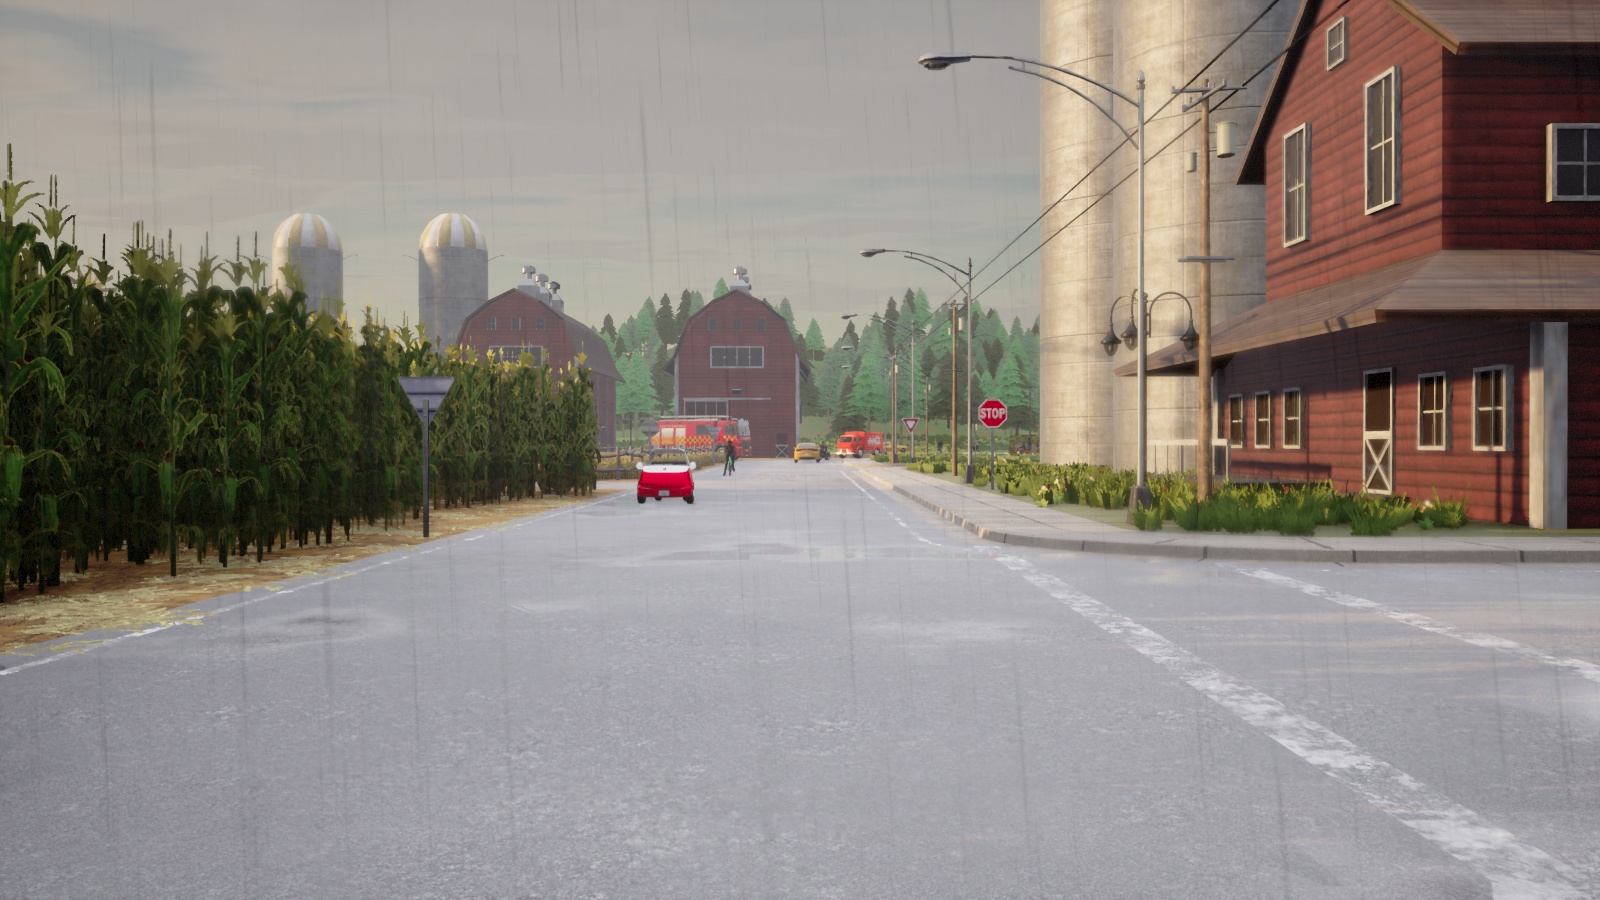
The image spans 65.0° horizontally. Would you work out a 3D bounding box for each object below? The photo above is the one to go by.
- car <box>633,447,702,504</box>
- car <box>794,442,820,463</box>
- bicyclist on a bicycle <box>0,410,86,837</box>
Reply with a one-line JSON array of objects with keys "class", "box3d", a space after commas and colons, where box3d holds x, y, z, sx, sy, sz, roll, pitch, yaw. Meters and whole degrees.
[{"class": "car", "box3d": [-3.307, 0.620, 31.662, 1.481, 1.376, 2.207, 0, 0, 0]}, {"class": "car", "box3d": [0.535, 0.185, 95.582, 1.882, 1.535, 5.008, 0, 0, 0]}, {"class": "bicyclist on a bicycle", "box3d": [-3.454, 0.654, 4.549, 0.866, 1.612, 1.509, 0, 0, 1]}]
